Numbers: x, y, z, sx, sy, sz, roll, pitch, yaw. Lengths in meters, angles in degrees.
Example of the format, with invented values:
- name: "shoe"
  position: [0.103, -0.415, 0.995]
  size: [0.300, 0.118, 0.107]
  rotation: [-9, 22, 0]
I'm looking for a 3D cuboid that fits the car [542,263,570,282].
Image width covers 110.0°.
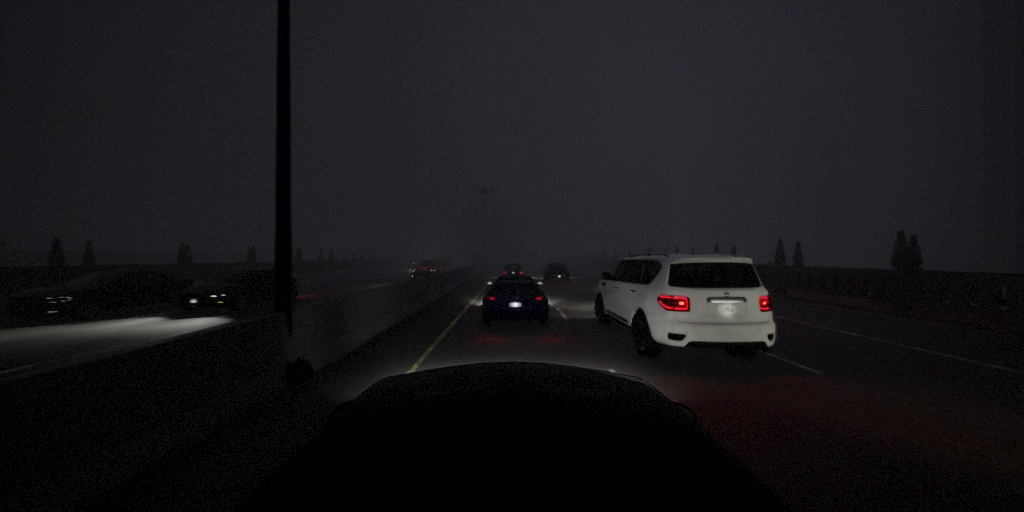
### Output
- name: "car"
  position: [3.589, 1.288, 29.576]
  size: [1.837, 1.490, 4.892]
  rotation: [0, 0, 0]

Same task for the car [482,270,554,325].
- name: "car"
  position: [0.095, 1.322, 11.927]
  size: [1.994, 1.385, 4.181]
  rotation: [0, 0, 0]

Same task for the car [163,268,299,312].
- name: "car"
  position: [-10.605, 1.265, 14.359]
  size: [1.837, 1.490, 4.892]
  rotation: [0, 0, 0]

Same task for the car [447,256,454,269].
- name: "car"
  position: [-10.572, 1.037, 56.855]
  size: [2.150, 2.045, 5.566]
  rotation: [0, 0, 0]

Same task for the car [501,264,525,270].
- name: "car"
  position: [0.089, 1.330, 29.746]
  size: [2.033, 1.411, 5.357]
  rotation: [0, 0, 0]

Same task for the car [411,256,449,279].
- name: "car"
  position: [-7.105, 1.136, 30.616]
  size: [2.097, 1.767, 4.553]
  rotation: [0, 0, 0]

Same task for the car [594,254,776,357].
- name: "car"
  position: [3.598, 0.976, 8.683]
  size: [2.150, 2.045, 5.566]
  rotation: [0, 0, 0]

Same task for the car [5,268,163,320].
- name: "car"
  position: [-14.104, 1.236, 12.798]
  size: [1.882, 1.535, 5.008]
  rotation: [0, 0, 0]

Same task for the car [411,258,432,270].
- name: "car"
  position: [-14.076, 1.175, 56.237]
  size: [2.097, 1.767, 4.553]
  rotation: [0, 0, 0]
